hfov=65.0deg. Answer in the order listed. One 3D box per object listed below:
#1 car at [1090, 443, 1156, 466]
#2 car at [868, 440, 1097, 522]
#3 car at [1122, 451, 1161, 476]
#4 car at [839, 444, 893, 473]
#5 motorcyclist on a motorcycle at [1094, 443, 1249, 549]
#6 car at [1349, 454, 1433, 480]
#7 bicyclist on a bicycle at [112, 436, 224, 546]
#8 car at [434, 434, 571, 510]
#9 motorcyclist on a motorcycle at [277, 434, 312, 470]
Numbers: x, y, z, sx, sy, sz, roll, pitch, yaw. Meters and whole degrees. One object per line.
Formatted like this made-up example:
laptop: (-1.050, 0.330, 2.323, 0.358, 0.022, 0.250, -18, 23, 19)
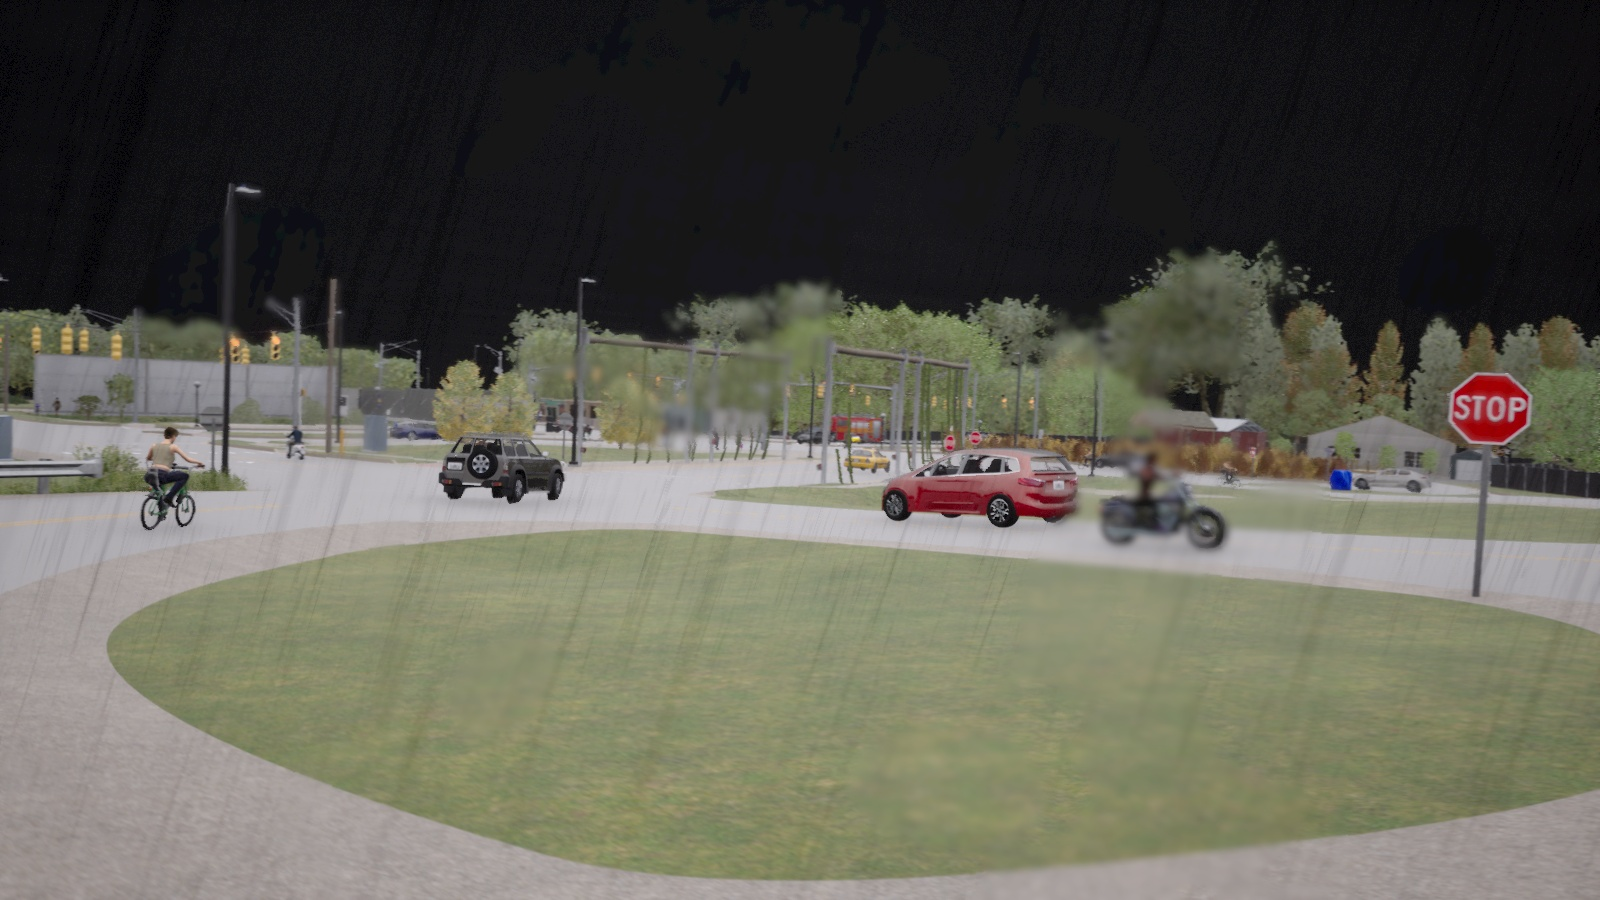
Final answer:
car: (24.569, 0.330, 95.612, 2.007, 1.525, 4.514, -1, 4, -40)
car: (3.994, 0.645, 28.026, 2.242, 1.667, 4.611, -1, 0, -44)
car: (22.272, 0.835, 81.992, 2.033, 1.411, 5.357, 2, 1, 11)
car: (4.144, 0.491, 78.057, 1.801, 1.575, 5.366, 3, 2, 19)
motorcyclist on a motorcycle: (6.107, 0.729, 20.762, 0.766, 1.649, 2.350, -1, 0, -44)
car: (40.725, 1.150, 86.592, 5.027, 1.651, 2.152, 2, 1, 30)
bicyclist on a bicycle: (-9.868, 0.619, 19.673, 0.866, 1.612, 1.509, 2, 0, 3)
car: (-7.925, 0.594, 33.943, 1.932, 1.855, 4.605, 2, -1, 9)
motorcyclist on a motorcycle: (-23.353, 0.076, 57.996, 1.817, 1.590, 0.866, 2, 2, 45)
